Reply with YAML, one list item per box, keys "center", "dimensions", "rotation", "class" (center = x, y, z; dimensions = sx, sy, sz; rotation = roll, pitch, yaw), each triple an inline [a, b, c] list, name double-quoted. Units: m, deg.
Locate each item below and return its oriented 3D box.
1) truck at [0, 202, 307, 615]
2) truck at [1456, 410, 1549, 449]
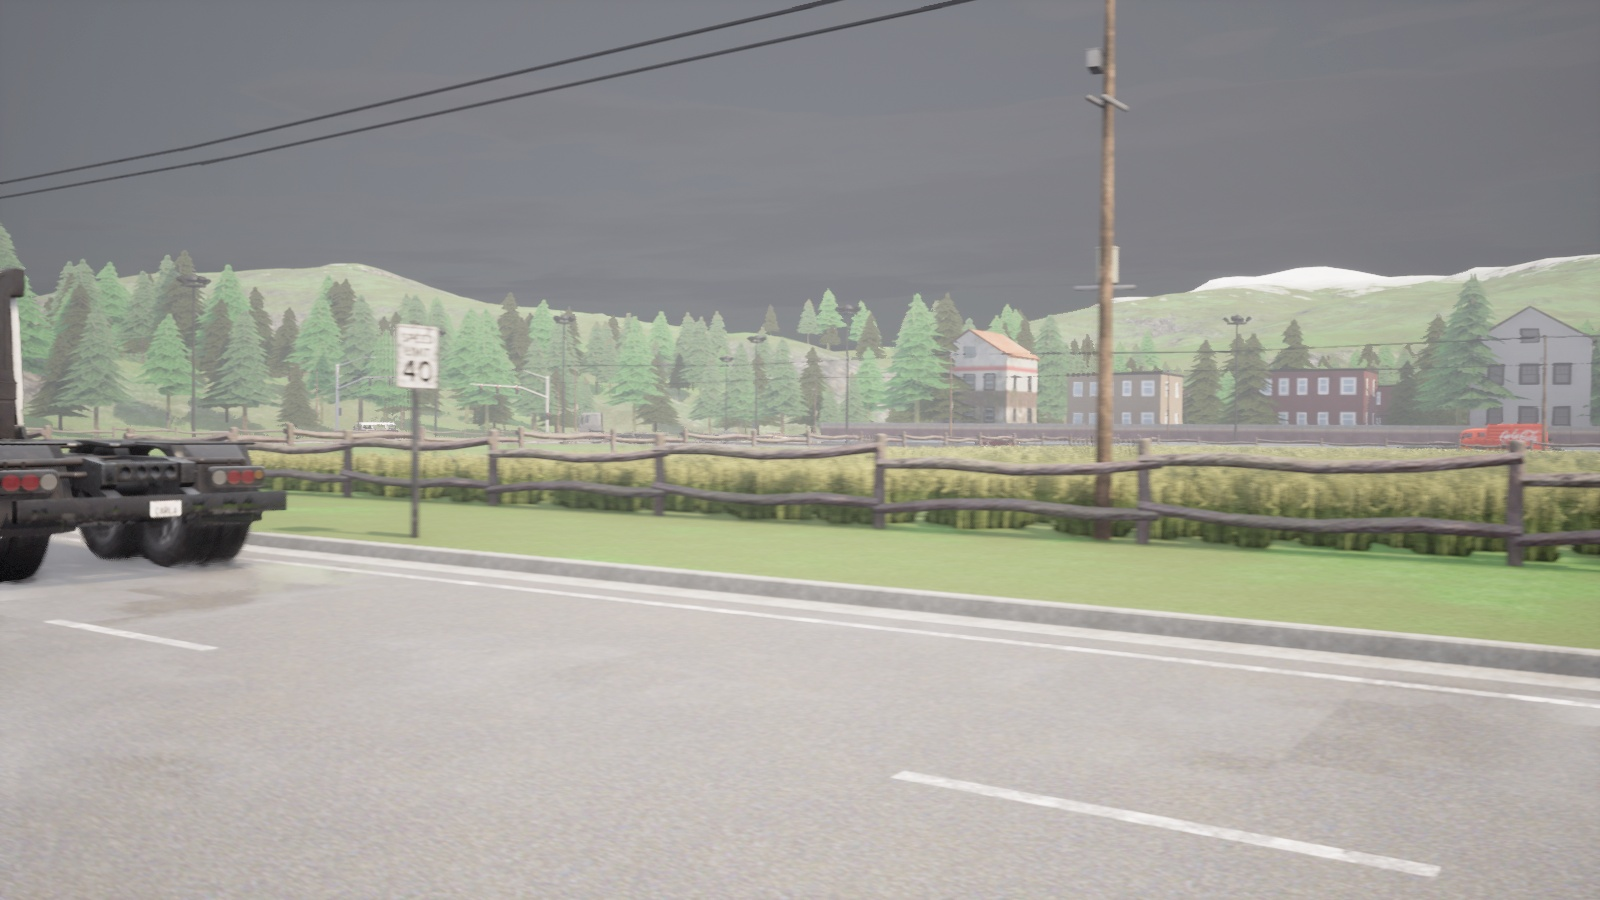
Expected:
- center: [-9.202, -0.373, 13.919]
  dimensions: [7.936, 3.462, 2.891]
  rotation: [0, 1, 34]
  class: "truck"
- center: [47.061, -1.356, 84.103]
  dimensions: [5.204, 2.467, 2.627]
  rotation: [-2, 0, 34]
  class: "truck"
